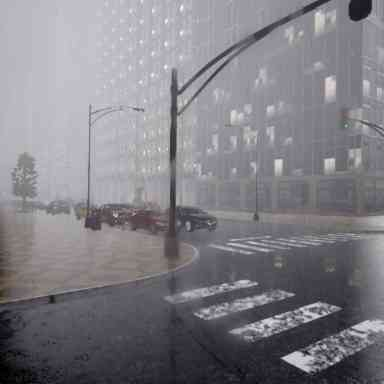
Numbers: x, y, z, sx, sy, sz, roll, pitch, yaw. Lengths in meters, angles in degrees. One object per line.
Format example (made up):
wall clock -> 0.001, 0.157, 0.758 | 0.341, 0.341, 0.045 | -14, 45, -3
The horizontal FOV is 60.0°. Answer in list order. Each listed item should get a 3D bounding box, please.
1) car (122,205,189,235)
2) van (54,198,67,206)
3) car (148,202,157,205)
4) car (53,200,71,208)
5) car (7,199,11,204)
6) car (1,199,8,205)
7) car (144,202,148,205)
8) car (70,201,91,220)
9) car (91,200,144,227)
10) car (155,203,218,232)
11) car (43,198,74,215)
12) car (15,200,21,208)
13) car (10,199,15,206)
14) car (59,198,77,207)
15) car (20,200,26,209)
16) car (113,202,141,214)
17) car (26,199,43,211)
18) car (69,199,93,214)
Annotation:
car -> -2.234, 1.664, 19.389 | 1.802, 1.307, 4.206 | 1, -1, -35
van -> -27.966, 2.122, 70.753 | 1.690, 1.788, 3.998 | 1, -1, -35
car -> -5.148, 1.837, 38.162 | 1.967, 1.590, 4.097 | 1, -1, -35
car -> -23.295, 2.122, 59.577 | 1.837, 1.490, 4.892 | 1, -2, -35
car -> -34.831, 2.212, 65.946 | 1.802, 1.307, 4.206 | 1, -1, -35
car -> -41.350, 2.290, 75.257 | 2.008, 1.369, 4.403 | 1, -1, -35
car -> -6.052, 1.734, 29.374 | 1.837, 1.490, 4.892 | 1, -1, -35
car -> -8.656, 1.716, 28.562 | 1.752, 1.417, 4.829 | 1, -1, -35
car -> -5.494, 1.577, 24.046 | 1.967, 1.590, 4.097 | 1, -1, -35
car -> -0.287, 1.637, 21.137 | 1.837, 1.490, 4.892 | 1, -1, -33
car -> -15.273, 1.741, 38.014 | 1.967, 1.590, 4.097 | 1, -1, -35
car -> -28.311, 2.065, 56.635 | 1.887, 1.381, 4.507 | 1, -1, -35
car -> -31.572, 2.126, 61.290 | 2.008, 1.369, 4.403 | 1, -1, -35
car -> -24.706, 2.041, 66.098 | 2.192, 1.841, 5.009 | 1, -1, -35
car -> -25.052, 2.031, 51.979 | 1.947, 1.339, 4.313 | 1, -1, -35
car -> -8.505, 1.979, 42.956 | 1.752, 1.417, 4.829 | 1, -1, -35
car -> -21.792, 1.961, 47.323 | 2.008, 1.369, 4.403 | 1, -1, -35
car -> -11.971, 1.820, 37.848 | 2.128, 1.511, 4.902 | 1, -1, -35
